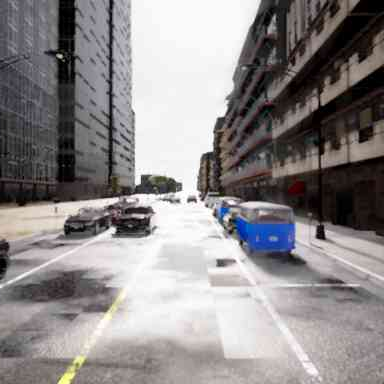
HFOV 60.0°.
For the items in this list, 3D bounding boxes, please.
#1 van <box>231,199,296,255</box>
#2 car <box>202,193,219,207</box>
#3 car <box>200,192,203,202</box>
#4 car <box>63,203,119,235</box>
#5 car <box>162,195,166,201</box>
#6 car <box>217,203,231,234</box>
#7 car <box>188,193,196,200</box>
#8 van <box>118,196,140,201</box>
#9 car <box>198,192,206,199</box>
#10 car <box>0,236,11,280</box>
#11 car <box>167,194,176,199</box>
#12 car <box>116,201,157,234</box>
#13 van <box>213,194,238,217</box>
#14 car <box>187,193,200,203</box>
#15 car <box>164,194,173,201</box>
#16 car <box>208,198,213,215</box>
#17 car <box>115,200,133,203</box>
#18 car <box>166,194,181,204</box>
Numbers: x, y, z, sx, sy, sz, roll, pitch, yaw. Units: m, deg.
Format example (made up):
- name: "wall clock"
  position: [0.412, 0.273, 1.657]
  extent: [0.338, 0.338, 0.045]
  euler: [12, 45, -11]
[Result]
- name: "van"
  position: [2.701, 1.315, 12.867]
  extent: [1.690, 1.788, 3.998]
  euler: [1, 0, 0]
- name: "car"
  position: [3.003, 1.111, 47.692]
  extent: [2.150, 2.045, 5.566]
  euler: [0, 0, 0]
- name: "car"
  position: [2.705, 1.254, 69.333]
  extent: [1.967, 1.590, 4.097]
  euler: [1, 0, 0]
- name: "car"
  position: [-5.681, 1.513, 18.490]
  extent: [2.008, 1.369, 4.403]
  euler: [1, 0, 0]
- name: "car"
  position: [-5.675, 1.319, 74.781]
  extent: [1.752, 1.417, 4.829]
  euler: [1, 0, 0]
- name: "car"
  position: [2.699, 1.513, 18.515]
  extent: [2.008, 1.369, 4.403]
  euler: [1, 0, 0]
- name: "car"
  position: [0.006, 1.141, 82.710]
  extent: [2.128, 1.511, 4.902]
  euler: [0, 0, 0]
- name: "van"
  position: [-5.678, 1.277, 29.782]
  extent: [1.690, 1.788, 3.998]
  euler: [1, 0, 0]
- name: "car"
  position: [2.710, 1.042, 91.917]
  extent: [2.192, 1.841, 5.009]
  euler: [1, 0, 0]
- name: "car"
  position: [-5.682, 1.552, 7.198]
  extent: [1.947, 1.339, 4.313]
  euler: [1, 0, 0]
- name: "car"
  position: [-5.674, 1.278, 91.889]
  extent: [2.008, 1.369, 4.403]
  euler: [1, 0, 0]
- name: "car"
  position: [-3.098, 1.466, 19.137]
  extent: [1.837, 1.490, 4.892]
  euler: [0, 0, 0]
- name: "van"
  position: [2.702, 1.291, 24.160]
  extent: [1.690, 1.788, 3.998]
  euler: [1, 0, 0]
- name: "car"
  position: [0.019, 1.398, 64.500]
  extent: [2.033, 1.411, 5.357]
  euler: [0, 0, 0]
- name: "car"
  position: [-5.675, 1.323, 80.598]
  extent: [2.008, 1.369, 4.403]
  euler: [1, 0, 0]
- name: "car"
  position: [2.700, 1.518, 29.807]
  extent: [1.802, 1.307, 4.206]
  euler: [1, 0, 0]
- name: "car"
  position: [-5.681, 1.532, 24.136]
  extent: [1.802, 1.307, 4.206]
  euler: [1, 0, 0]
- name: "car"
  position: [-3.034, 1.337, 60.065]
  extent: [2.128, 1.511, 4.902]
  euler: [0, 0, 1]
